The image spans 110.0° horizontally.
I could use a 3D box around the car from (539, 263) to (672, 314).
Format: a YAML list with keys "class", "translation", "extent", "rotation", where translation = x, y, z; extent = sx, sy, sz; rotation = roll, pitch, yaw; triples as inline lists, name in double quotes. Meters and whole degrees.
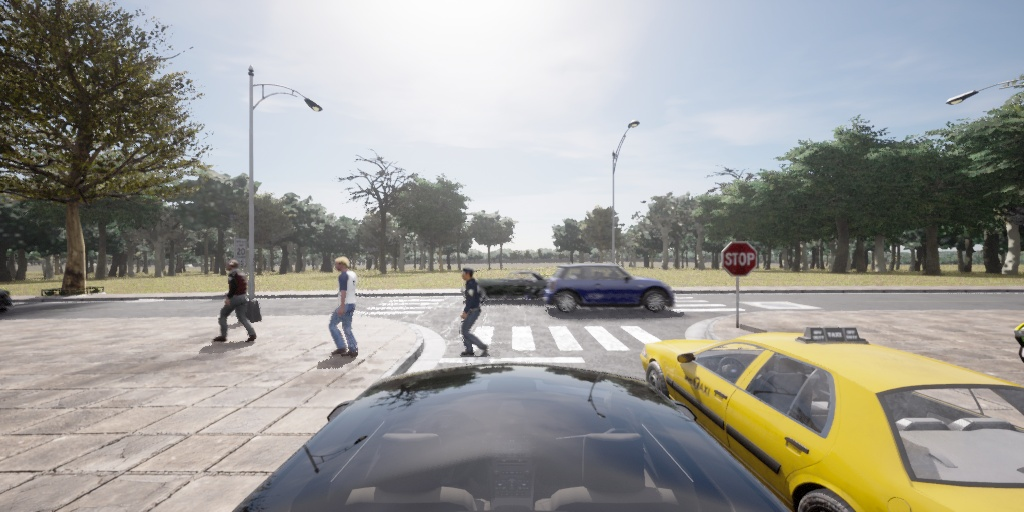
- class: "car"
  translation: [3.463, 1.057, 13.179]
  extent: [4.553, 1.767, 2.097]
  rotation: [-1, 0, 0]

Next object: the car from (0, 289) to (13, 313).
- class: "car"
  translation: [-21.905, 1.531, 13.338]
  extent: [5.008, 1.535, 1.882]
  rotation: [-1, 0, 0]

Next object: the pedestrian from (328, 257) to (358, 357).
- class: "pedestrian"
  translation: [-3.020, 0.891, 6.490]
  extent: [0.375, 1.860, 0.375]
  rotation: [0, 0, 0]

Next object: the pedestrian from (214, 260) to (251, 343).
- class: "pedestrian"
  translation: [-5.989, 0.937, 7.694]
  extent: [0.375, 1.860, 0.375]
  rotation: [0, 0, 0]

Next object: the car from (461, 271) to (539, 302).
- class: "car"
  translation: [0.103, 1.324, 16.156]
  extent: [4.718, 1.301, 1.895]
  rotation: [-1, 0, 0]

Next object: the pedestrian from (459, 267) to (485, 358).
- class: "pedestrian"
  translation: [-0.786, 1.043, 7.086]
  extent: [0.375, 1.860, 0.375]
  rotation: [0, 0, 0]

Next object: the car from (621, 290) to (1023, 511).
- class: "car"
  translation: [2.637, 1.275, 3.225]
  extent: [1.751, 1.417, 4.829]
  rotation: [0, 0, 0]
